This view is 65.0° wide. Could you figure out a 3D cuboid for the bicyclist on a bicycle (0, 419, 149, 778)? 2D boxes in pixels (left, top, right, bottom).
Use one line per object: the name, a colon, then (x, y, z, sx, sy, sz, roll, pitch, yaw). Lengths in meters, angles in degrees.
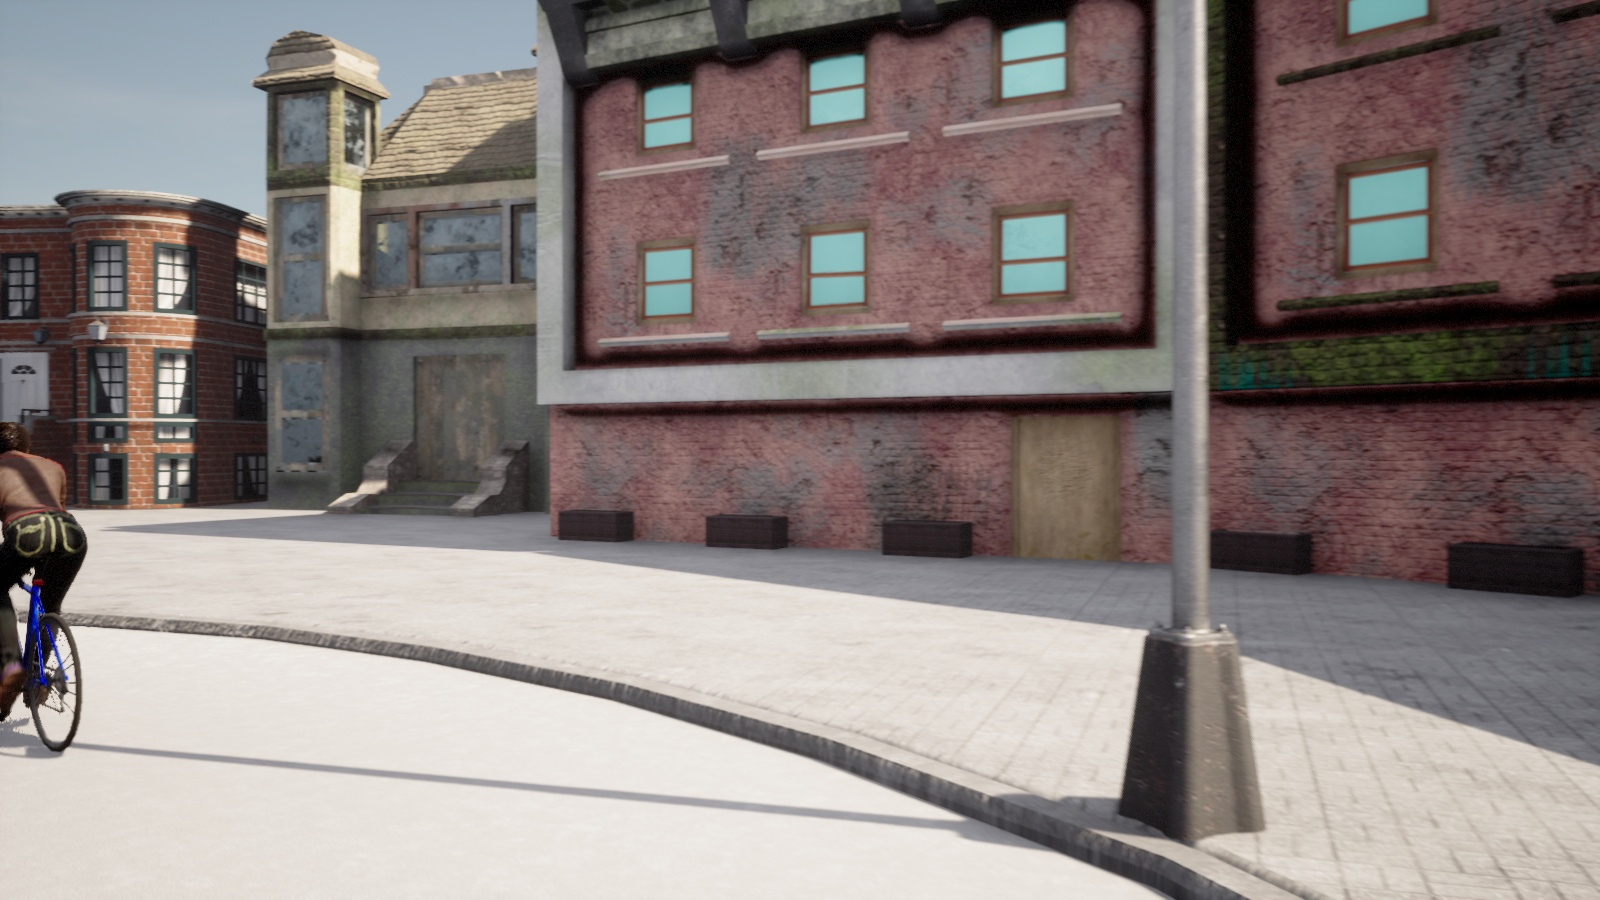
bicyclist on a bicycle: (-3.992, 0.673, 6.432, 1.656, 1.620, 0.582, 0, 0, 41)
